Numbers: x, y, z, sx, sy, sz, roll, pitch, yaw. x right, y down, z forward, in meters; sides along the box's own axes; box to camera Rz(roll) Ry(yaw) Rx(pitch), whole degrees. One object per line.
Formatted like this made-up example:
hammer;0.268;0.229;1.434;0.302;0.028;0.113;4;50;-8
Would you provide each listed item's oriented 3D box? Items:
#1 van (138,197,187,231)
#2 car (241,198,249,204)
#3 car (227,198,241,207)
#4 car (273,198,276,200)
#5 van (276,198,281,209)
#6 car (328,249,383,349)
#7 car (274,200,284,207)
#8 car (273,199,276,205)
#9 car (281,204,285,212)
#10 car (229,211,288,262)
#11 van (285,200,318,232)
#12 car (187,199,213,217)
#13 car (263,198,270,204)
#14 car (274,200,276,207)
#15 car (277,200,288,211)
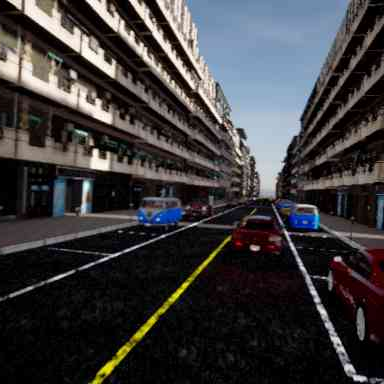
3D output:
van;-1.792;1.197;19.303;1.690;1.788;3.998;3;0;13
car;12.118;2.055;80.091;1.752;1.417;4.829;3;0;13
car;7.072;1.855;58.093;1.802;1.307;4.206;3;0;13
car;17.768;2.416;67.296;1.887;1.381;4.507;3;0;13
van;12.695;1.961;45.134;1.690;1.788;3.998;3;0;13
car;3.797;1.758;6.348;1.887;1.381;4.507;3;0;13
car;19.037;2.518;72.837;1.802;1.307;4.206;3;0;13
car;15.226;2.309;56.215;1.947;1.339;4.313;3;0;13
car;8.872;2.022;28.512;1.802;1.307;4.206;3;0;13
car;2.551;1.649;12.924;1.812;1.442;4.674;3;0;13
van;7.614;1.724;22.971;1.690;1.788;3.998;3;0;13
car;0.715;1.410;30.392;1.967;1.590;4.097;3;0;13
car;19.534;2.444;86.958;1.837;1.490;4.892;3;0;13
car;13.955;2.263;50.675;1.802;1.307;4.206;3;0;13
car;11.454;2.086;39.759;1.752;1.417;4.829;3;0;13
